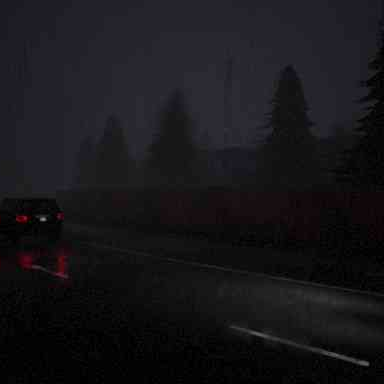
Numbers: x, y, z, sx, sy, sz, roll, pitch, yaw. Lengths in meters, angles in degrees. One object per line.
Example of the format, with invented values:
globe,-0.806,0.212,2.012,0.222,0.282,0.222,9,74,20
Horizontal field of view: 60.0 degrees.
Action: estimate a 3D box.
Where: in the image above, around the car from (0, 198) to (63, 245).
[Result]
car,-8.325,1.294,16.422,2.150,2.045,5.566,0,0,-43
